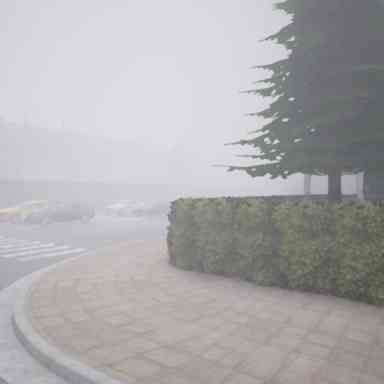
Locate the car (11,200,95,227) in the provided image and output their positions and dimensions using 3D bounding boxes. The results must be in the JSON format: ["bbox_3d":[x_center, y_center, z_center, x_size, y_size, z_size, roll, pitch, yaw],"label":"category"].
[{"bbox_3d":[-8.705,1.400,21.887,2.128,1.511,4.902,0,0,35],"label":"car"}]

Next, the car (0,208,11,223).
[{"bbox_3d":[-11.496,1.379,23.993,1.882,1.535,5.008,0,0,35],"label":"car"}]

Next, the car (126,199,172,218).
[{"bbox_3d":[-3.049,1.456,29.824,2.033,1.411,5.357,0,0,35],"label":"car"}]

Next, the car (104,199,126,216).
[{"bbox_3d":[-6.122,1.428,31.516,1.812,1.442,4.674,0,0,36],"label":"car"}]
